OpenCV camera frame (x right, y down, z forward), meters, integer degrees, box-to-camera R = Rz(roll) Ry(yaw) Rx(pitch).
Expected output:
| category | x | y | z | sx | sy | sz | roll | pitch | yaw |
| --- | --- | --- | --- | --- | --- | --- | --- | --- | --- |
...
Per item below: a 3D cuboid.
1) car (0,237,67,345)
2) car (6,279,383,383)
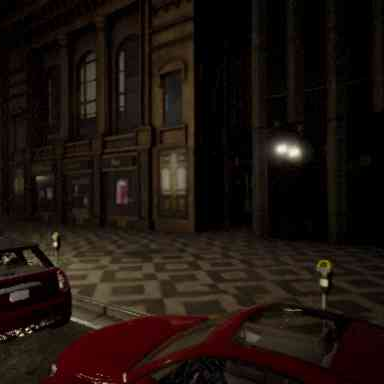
| category | x | y | z | sx | sy | sz | roll | pitch | yaw |
| --- | --- | --- | --- | --- | --- | --- | --- | --- | --- |
| car | -4.001 | 1.501 | 5.814 | 4.097 | 1.590 | 1.967 | -1 | 0 | 36 |
| car | 0.560 | 1.590 | 2.561 | 4.206 | 1.307 | 1.802 | -1 | 0 | 36 |
